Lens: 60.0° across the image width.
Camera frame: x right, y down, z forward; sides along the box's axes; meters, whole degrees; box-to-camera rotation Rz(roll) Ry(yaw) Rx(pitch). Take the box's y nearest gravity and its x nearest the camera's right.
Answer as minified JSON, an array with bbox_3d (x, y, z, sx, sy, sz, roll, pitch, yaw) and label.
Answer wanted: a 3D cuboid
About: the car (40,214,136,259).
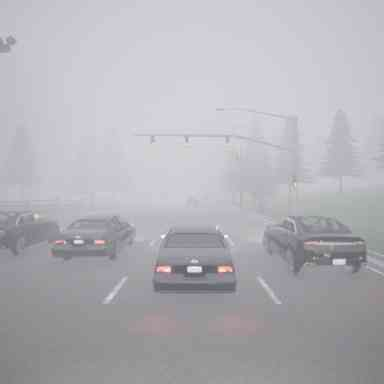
[{"bbox_3d":[-3.399,1.547,12.487,2.033,1.411,5.357,0,0,0],"label":"car"}]

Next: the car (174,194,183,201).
[{"bbox_3d":[-3.487,1.517,84.056,1.812,1.442,4.674,0,0,0],"label":"car"}]

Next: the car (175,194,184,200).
[{"bbox_3d":[-3.485,1.357,94.060,2.128,1.511,4.902,0,0,0],"label":"car"}]

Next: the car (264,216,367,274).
[{"bbox_3d":[3.602,1.491,10.553,2.128,1.511,4.902,0,0,0],"label":"car"}]

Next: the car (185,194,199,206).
[{"bbox_3d":[0.006,1.352,52.996,2.097,1.767,4.553,0,0,0],"label":"car"}]

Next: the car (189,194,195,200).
[{"bbox_3d":[0.015,1.310,94.059,1.882,1.535,5.008,0,0,0],"label":"car"}]

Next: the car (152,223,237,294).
[{"bbox_3d":[0.068,1.547,8.957,2.033,1.411,5.357,0,0,0],"label":"car"}]

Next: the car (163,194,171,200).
[{"bbox_3d":[-6.985,1.385,94.060,1.994,1.385,4.181,0,0,0],"label":"car"}]

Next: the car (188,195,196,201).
[{"bbox_3d":[0.013,1.531,83.639,2.033,1.411,5.357,0,0,0],"label":"car"}]

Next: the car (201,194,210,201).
[{"bbox_3d":[3.513,1.492,83.639,1.837,1.490,4.892,0,0,0],"label":"car"}]

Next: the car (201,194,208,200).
[{"bbox_3d":[3.515,1.310,94.059,1.882,1.535,5.008,0,0,0],"label":"car"}]

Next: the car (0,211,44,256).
[{"bbox_3d":[-6.897,1.491,13.114,2.128,1.511,4.902,0,0,0],"label":"car"}]

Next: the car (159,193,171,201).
[{"bbox_3d":[-6.987,1.217,83.670,2.150,2.045,5.566,0,0,0],"label":"car"}]
